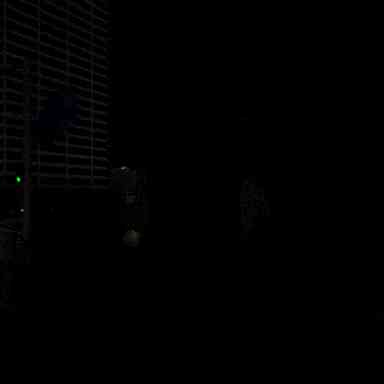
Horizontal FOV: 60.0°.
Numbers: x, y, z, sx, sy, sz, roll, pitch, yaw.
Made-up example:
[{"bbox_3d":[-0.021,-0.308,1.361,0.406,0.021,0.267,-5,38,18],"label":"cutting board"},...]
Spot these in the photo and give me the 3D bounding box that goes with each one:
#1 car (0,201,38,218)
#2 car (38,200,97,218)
[{"bbox_3d":[-15.514,1.547,30.647,2.033,1.411,5.357,0,0,35],"label":"car"},{"bbox_3d":[-11.142,1.478,30.767,1.882,1.535,5.008,0,0,35],"label":"car"}]
